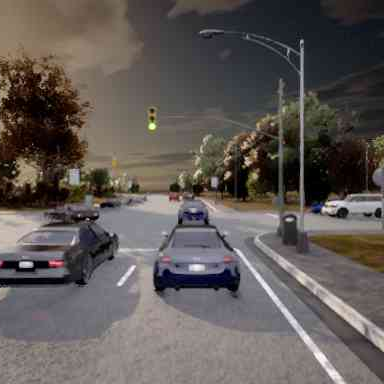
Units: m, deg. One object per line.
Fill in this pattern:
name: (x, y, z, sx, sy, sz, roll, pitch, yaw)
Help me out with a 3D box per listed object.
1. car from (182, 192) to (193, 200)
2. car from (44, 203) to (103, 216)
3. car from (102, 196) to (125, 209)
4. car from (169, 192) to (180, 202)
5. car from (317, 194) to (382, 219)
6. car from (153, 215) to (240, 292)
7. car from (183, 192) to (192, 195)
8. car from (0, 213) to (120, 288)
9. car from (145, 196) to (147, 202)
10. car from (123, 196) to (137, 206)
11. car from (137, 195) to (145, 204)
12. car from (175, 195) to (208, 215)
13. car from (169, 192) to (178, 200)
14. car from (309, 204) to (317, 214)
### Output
car: (-1.254, 0.987, 85.358, 2.150, 2.045, 5.566, 0, 0, -7)
car: (-8.789, 1.582, 24.004, 4.718, 1.301, 1.895, 0, 0, 41)
car: (-10.616, 1.565, 43.726, 1.895, 1.301, 4.718, 0, 0, 0)
car: (-3.971, 1.068, 74.498, 2.150, 2.045, 5.566, 0, 0, -3)
car: (14.282, 1.198, 28.907, 5.566, 2.045, 2.150, 0, 0, -3)
car: (0.096, 1.557, 8.977, 1.994, 1.385, 4.181, 0, 0, 0)
car: (-0.519, 1.315, 75.395, 1.882, 1.535, 5.008, 0, 0, -4)
car: (-3.439, 1.541, 9.342, 2.033, 1.411, 5.357, 0, 0, -1)
car: (-10.918, 1.374, 73.065, 1.812, 1.442, 4.674, 0, 0, -2)
car: (-10.596, 1.441, 52.829, 2.128, 1.511, 4.902, 0, 0, 0)
car: (-10.606, 1.514, 62.785, 1.895, 1.301, 4.718, 0, 0, -1)
car: (0.092, 1.332, 24.895, 2.097, 1.767, 4.553, 0, 0, 0)
car: (-4.766, 0.985, 85.243, 2.150, 2.045, 5.566, 0, 0, -7)
car: (13.928, 1.451, 32.389, 5.008, 1.535, 1.882, 0, 0, -3)
